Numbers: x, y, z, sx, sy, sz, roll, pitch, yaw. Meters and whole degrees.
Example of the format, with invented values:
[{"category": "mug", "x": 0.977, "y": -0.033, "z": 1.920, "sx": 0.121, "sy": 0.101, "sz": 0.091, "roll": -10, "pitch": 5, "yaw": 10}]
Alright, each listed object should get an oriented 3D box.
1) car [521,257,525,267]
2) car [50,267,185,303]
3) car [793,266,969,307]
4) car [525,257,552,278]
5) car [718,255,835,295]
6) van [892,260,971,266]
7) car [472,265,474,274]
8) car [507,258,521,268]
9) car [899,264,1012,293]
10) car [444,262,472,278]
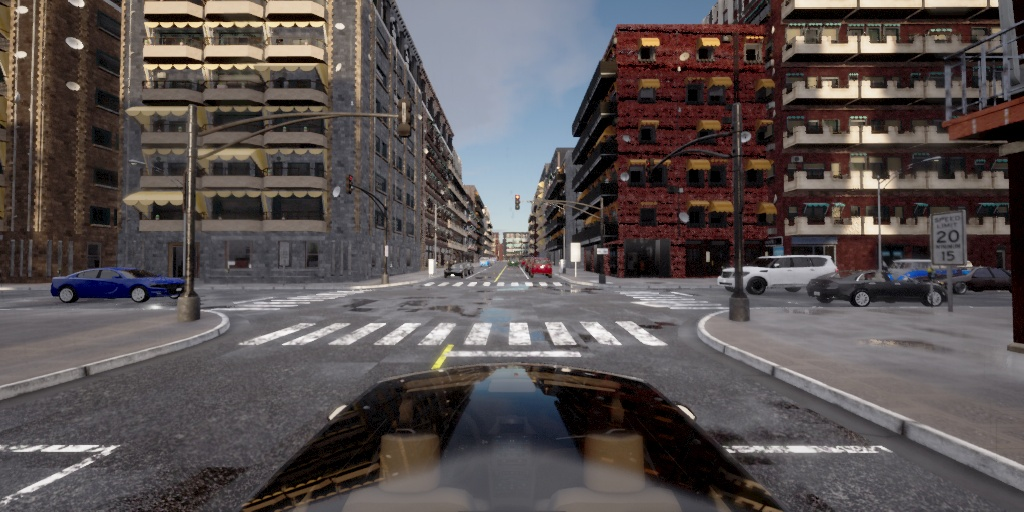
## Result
[{"category": "car", "x": 2.661, "y": 1.086, "z": 45.051, "sx": 2.192, "sy": 1.841, "sz": 5.009, "roll": 0, "pitch": 0, "yaw": 0}, {"category": "car", "x": -17.582, "y": 1.255, "z": 16.242, "sx": 5.008, "sy": 1.535, "sz": 1.882, "roll": 0, "pitch": -1, "yaw": 0}, {"category": "car", "x": 13.771, "y": 1.185, "z": 13.610, "sx": 4.403, "sy": 1.370, "sz": 2.007, "roll": 0, "pitch": 0, "yaw": 0}, {"category": "car", "x": 2.637, "y": 1.077, "z": 33.928, "sx": 2.192, "sy": 1.841, "sz": 5.009, "roll": 0, "pitch": 0, "yaw": 0}, {"category": "car", "x": 14.066, "y": 0.969, "z": 19.046, "sx": 5.566, "sy": 2.045, "sz": 2.150, "roll": 0, "pitch": -1, "yaw": 0}, {"category": "van", "x": 24.946, "y": 1.115, "z": 21.438, "sx": 3.998, "sy": 1.789, "sz": 1.690, "roll": 0, "pitch": 0, "yaw": 0}, {"category": "car", "x": -5.232, "y": 1.331, "z": 39.461, "sx": 1.948, "sy": 1.339, "sz": 4.313, "roll": 0, "pitch": 0, "yaw": 0}, {"category": "car", "x": 0.233, "y": 1.178, "z": 64.447, "sx": 2.097, "sy": 1.767, "sz": 4.553, "roll": 0, "pitch": 0, "yaw": 0}, {"category": "car", "x": 24.318, "y": 1.271, "z": 18.989, "sx": 5.357, "sy": 1.411, "sz": 2.033, "roll": 0, "pitch": -1, "yaw": 0}, {"category": "car", "x": -5.244, "y": 1.328, "z": 33.900, "sx": 1.948, "sy": 1.339, "sz": 4.313, "roll": 0, "pitch": 0, "yaw": 0}]
